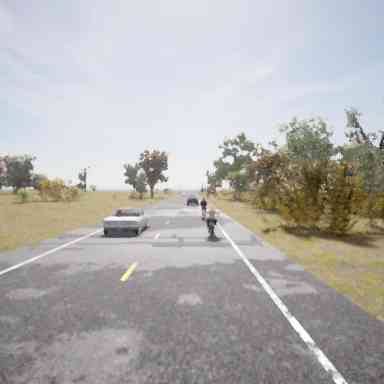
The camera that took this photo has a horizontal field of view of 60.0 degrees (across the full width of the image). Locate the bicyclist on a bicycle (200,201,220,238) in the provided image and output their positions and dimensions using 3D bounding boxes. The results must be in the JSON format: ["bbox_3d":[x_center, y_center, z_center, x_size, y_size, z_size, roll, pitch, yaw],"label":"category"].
[{"bbox_3d":[0.980,1.398,16.439,0.866,1.612,1.509,0,0,0],"label":"bicyclist on a bicycle"}]

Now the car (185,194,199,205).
[{"bbox_3d":[0.096,1.374,55.857,1.837,1.490,4.892,0,0,0],"label":"car"}]

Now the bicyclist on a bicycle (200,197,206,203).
[{"bbox_3d":[0.961,1.306,27.366,0.659,1.776,1.843,0,0,0],"label":"bicyclist on a bicycle"}]

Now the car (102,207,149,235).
[{"bbox_3d":[-3.602,1.557,18.660,1.895,1.301,4.718,0,0,0],"label":"car"}]

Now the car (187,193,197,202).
[{"bbox_3d":[-0.004,1.183,73.640,2.097,1.767,4.553,0,0,0],"label":"car"}]
